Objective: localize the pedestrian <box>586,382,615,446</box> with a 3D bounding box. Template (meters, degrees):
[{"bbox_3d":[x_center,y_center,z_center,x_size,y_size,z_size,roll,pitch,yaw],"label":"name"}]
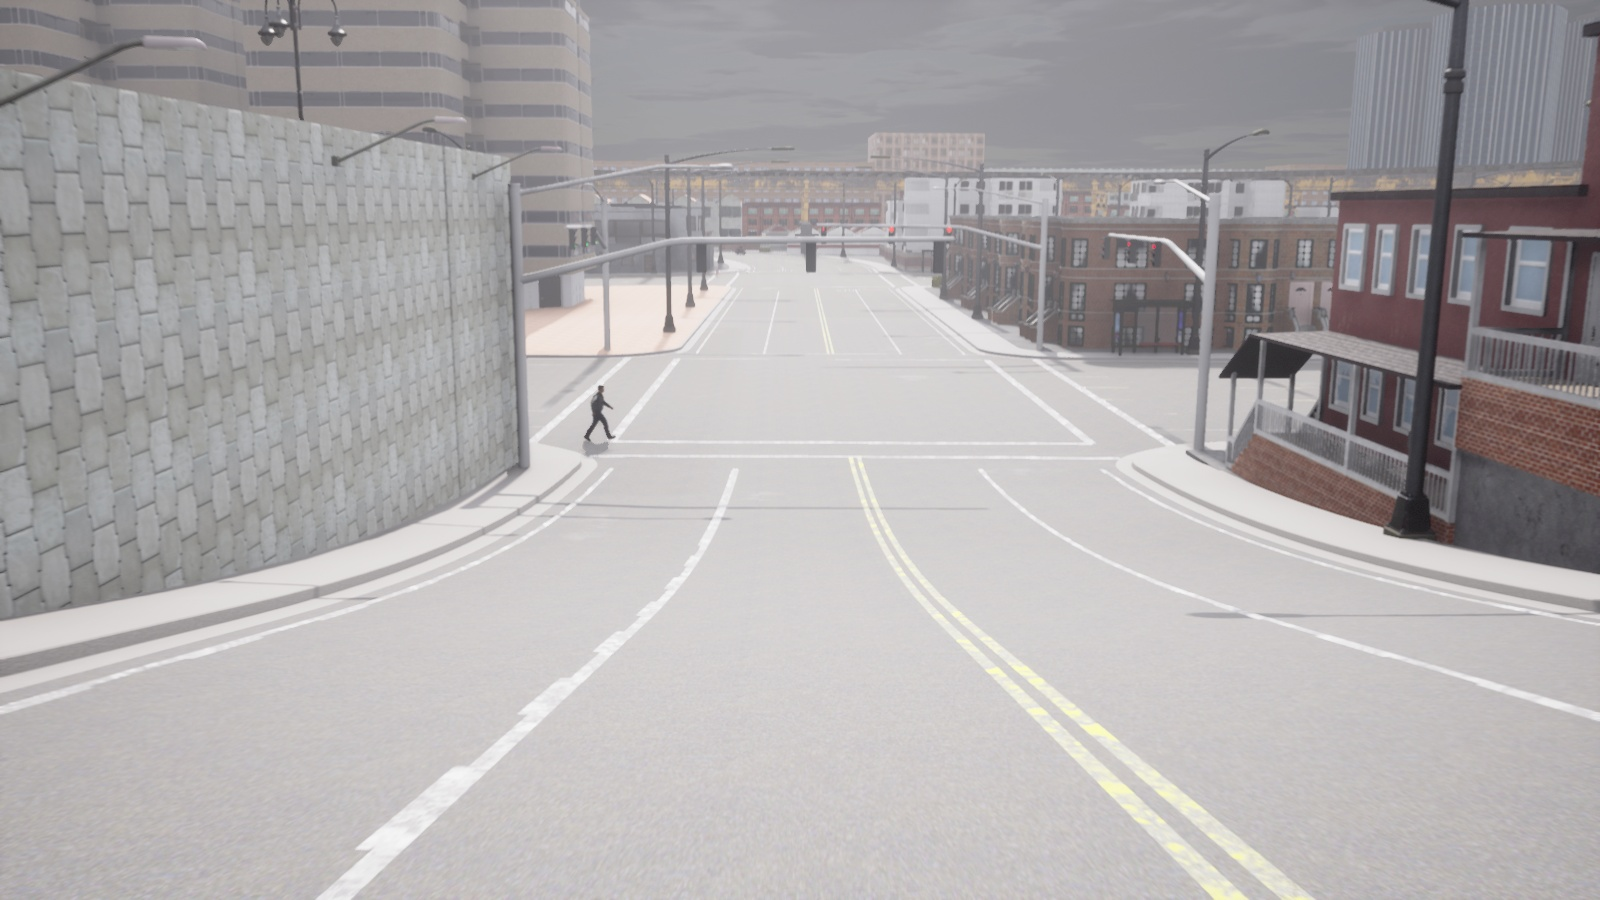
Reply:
[{"bbox_3d":[-6.285,-1.130,39.527,0.788,1.949,0.423,0,11,0],"label":"pedestrian"}]
